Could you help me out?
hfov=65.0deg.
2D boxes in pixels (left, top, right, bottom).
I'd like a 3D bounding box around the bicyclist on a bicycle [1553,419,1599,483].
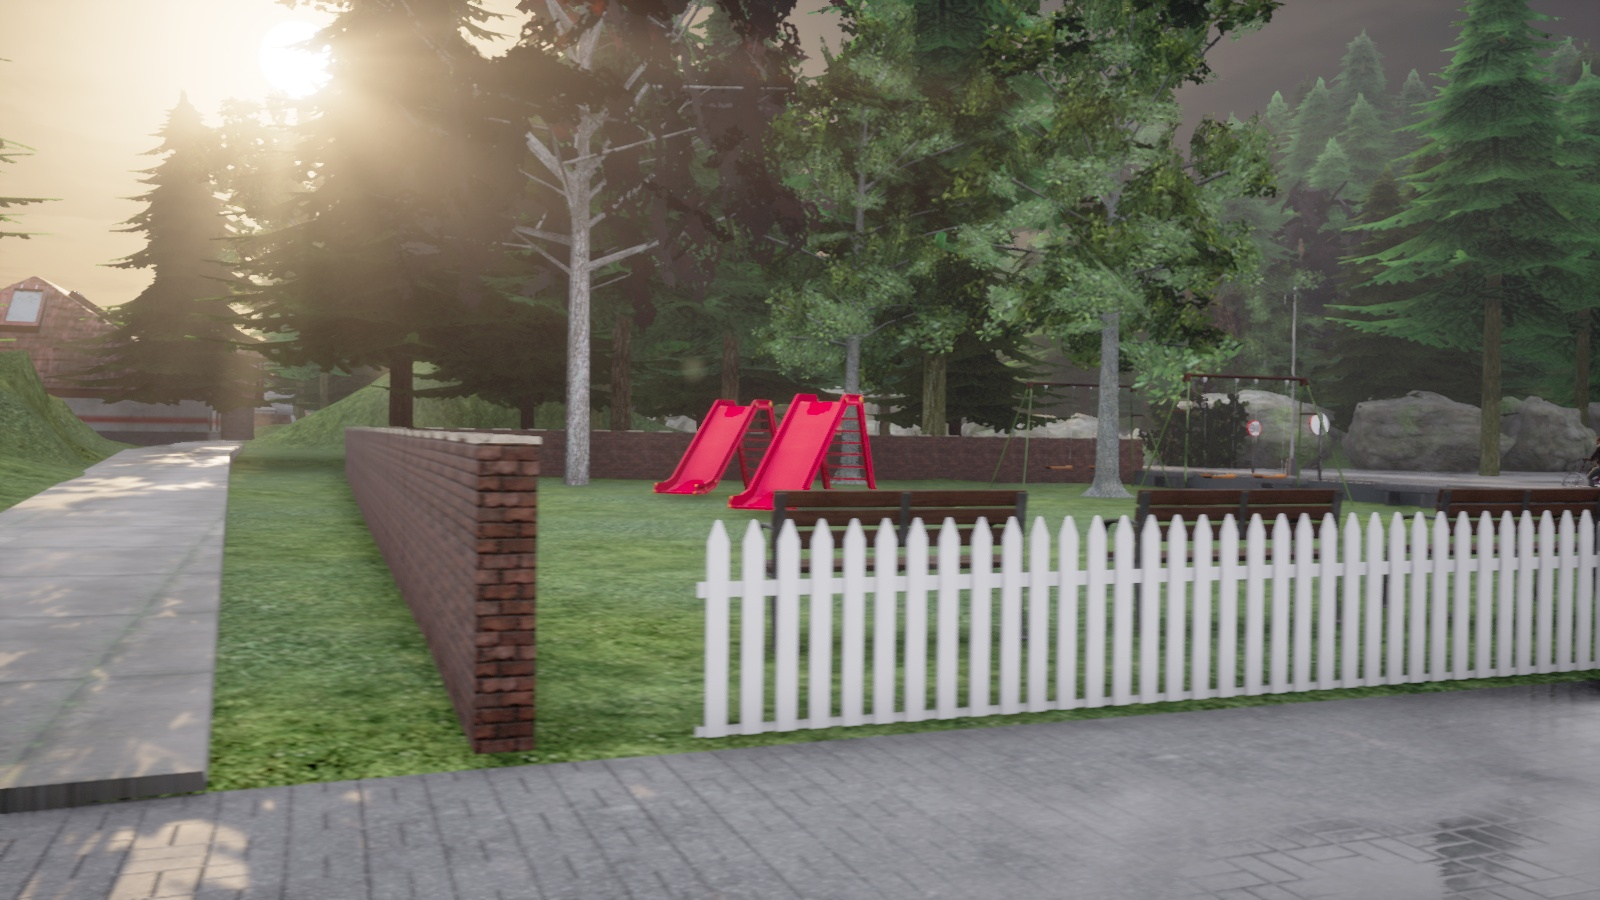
[{"bbox_3d":[22.337,0.021,35.426,0.659,1.776,1.843,-1,1,-21],"label":"bicyclist on a bicycle"}]
